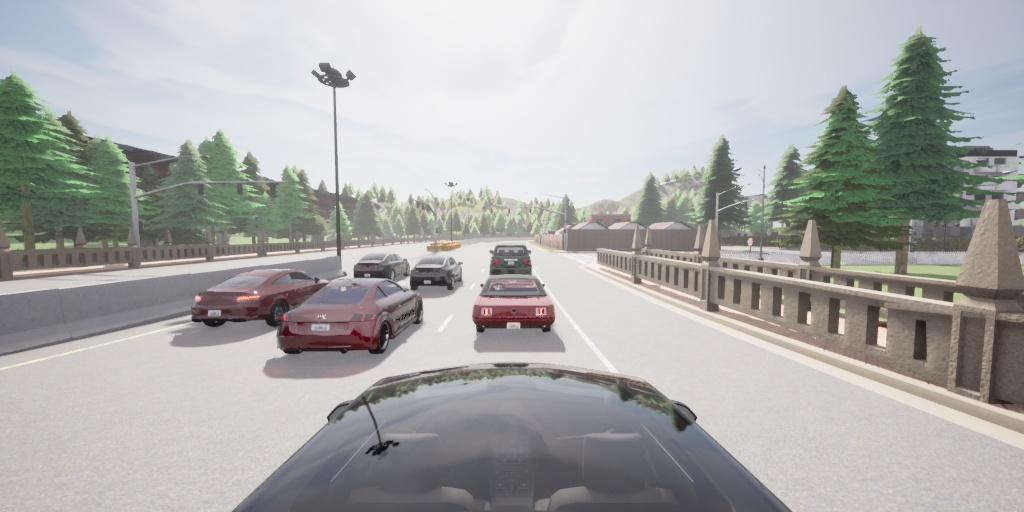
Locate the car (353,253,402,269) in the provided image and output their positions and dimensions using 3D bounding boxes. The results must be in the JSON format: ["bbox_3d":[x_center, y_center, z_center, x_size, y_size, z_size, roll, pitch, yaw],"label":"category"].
[{"bbox_3d":[-7.081,0.552,19.874,1.837,1.490,4.892,0,3,-1],"label":"car"}]

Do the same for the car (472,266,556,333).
[{"bbox_3d":[0.021,1.175,10.179,1.895,1.301,4.718,0,2,-1],"label":"car"}]

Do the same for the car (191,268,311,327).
[{"bbox_3d":[-6.985,1.080,10.681,1.812,1.442,4.674,0,2,-1],"label":"car"}]

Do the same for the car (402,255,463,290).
[{"bbox_3d":[-3.554,0.703,17.352,1.837,1.490,4.892,0,3,-1],"label":"car"}]

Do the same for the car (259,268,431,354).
[{"bbox_3d":[-3.466,1.197,8.477,1.994,1.385,4.181,0,2,0],"label":"car"}]

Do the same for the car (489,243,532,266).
[{"bbox_3d":[-0.079,0.274,19.890,2.150,2.045,5.566,0,3,-1],"label":"car"}]
